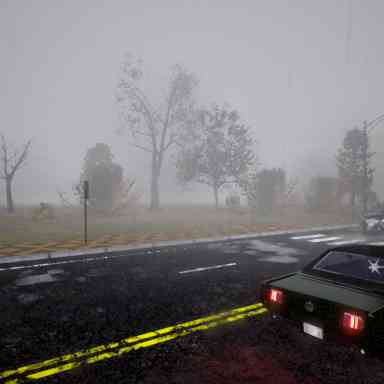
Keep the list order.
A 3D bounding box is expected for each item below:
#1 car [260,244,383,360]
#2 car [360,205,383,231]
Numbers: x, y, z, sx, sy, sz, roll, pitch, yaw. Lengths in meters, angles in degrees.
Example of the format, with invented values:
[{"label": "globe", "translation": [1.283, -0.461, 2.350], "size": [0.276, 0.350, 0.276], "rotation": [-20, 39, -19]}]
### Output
[{"label": "car", "translation": [3.480, 1.600, 5.790], "size": [4.718, 1.301, 1.895], "rotation": [0, 0, -35]}, {"label": "car", "translation": [11.688, 1.484, 19.158], "size": [4.902, 1.511, 2.128], "rotation": [0, 0, -32]}]
